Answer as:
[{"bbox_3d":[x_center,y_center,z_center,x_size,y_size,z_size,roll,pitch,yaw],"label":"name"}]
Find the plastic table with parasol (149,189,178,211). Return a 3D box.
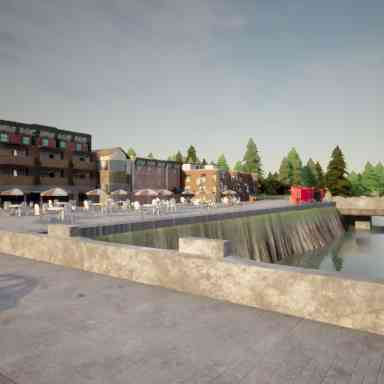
[{"bbox_3d":[-3.380,0.925,39.485,2.482,2.480,2.482,0,0,36],"label":"plastic table with parasol"}]
